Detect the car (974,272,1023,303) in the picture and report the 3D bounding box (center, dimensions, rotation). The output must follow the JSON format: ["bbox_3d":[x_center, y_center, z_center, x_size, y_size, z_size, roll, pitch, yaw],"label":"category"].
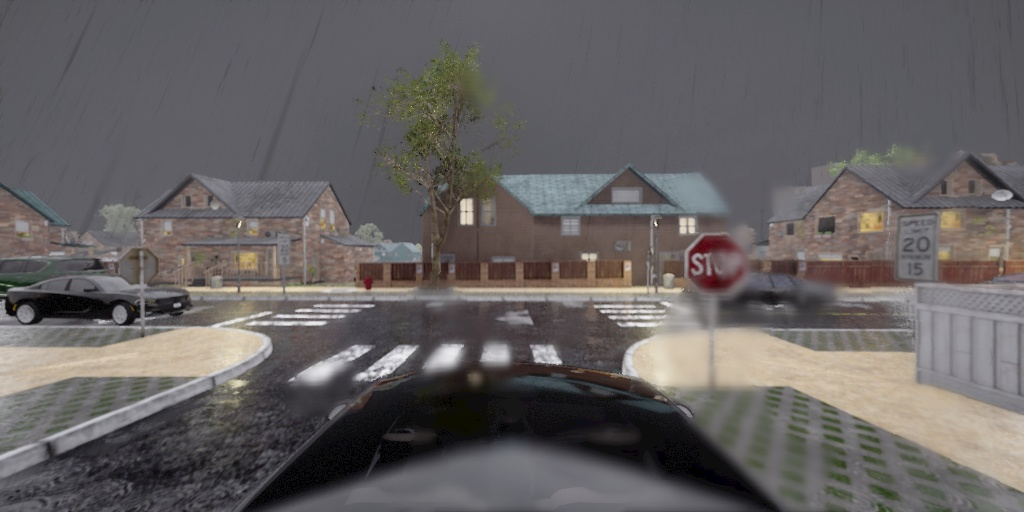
[{"bbox_3d":[20.591,1.361,14.153,4.181,1.385,1.994,0,1,0],"label":"car"}]

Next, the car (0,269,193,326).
[{"bbox_3d":[-13.492,1.348,11.893,5.008,1.535,1.882,0,1,3],"label":"car"}]

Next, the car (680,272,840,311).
[{"bbox_3d":[9.761,1.354,14.331,5.357,1.411,2.033,0,1,1],"label":"car"}]

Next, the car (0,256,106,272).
[{"bbox_3d":[-20.337,1.045,15.074,5.566,2.045,2.150,0,1,1],"label":"car"}]
